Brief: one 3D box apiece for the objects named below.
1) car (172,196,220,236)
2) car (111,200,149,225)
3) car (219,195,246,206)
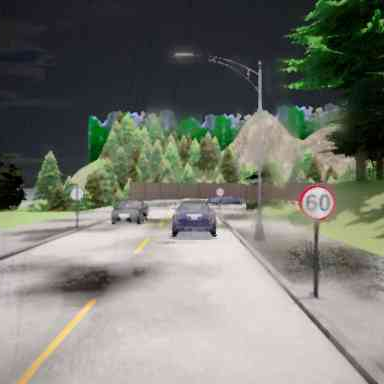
[{"bbox_3d":[0.107,1.190,17.364,2.097,1.767,4.553,0,0,0],"label":"car"},{"bbox_3d":[-4.023,1.287,22.107,2.128,1.511,4.902,0,0,1],"label":"car"},{"bbox_3d":[4.845,1.130,45.373,5.357,1.411,2.033,0,0,-8],"label":"car"}]
